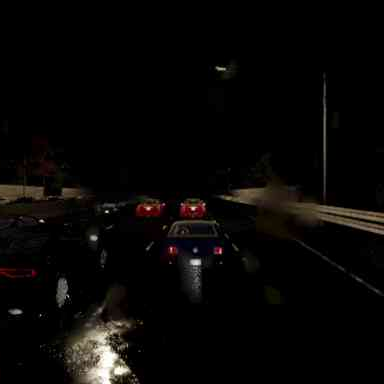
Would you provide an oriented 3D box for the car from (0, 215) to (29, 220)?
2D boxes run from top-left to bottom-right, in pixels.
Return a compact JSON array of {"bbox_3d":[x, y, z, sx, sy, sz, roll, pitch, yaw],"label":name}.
[{"bbox_3d":[-6.901,1.565,12.990,1.994,1.385,4.181,0,0,0],"label":"car"}]

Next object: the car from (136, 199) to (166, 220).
[{"bbox_3d":[-3.402,1.363,28.136,2.097,1.767,4.553,0,0,0],"label":"car"}]

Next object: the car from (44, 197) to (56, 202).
[{"bbox_3d":[-21.059,1.540,50.842,1.837,1.490,4.892,0,0,0],"label":"car"}]

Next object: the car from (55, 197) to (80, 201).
[{"bbox_3d":[-17.565,1.581,48.673,2.033,1.411,5.357,0,0,0],"label":"car"}]

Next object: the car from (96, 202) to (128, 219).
[{"bbox_3d":[-6.901,1.575,28.993,1.994,1.385,4.181,0,0,0],"label":"car"}]

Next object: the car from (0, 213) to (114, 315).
[{"bbox_3d":[-3.400,1.478,7.699,1.882,1.535,5.008,0,0,0],"label":"car"}]

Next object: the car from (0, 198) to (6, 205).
[{"bbox_3d":[-28.061,1.557,47.740,1.812,1.442,4.674,0,0,0],"label":"car"}]

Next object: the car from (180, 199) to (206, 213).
[{"bbox_3d":[0.098,1.363,28.163,2.097,1.767,4.553,0,0,0],"label":"car"}]

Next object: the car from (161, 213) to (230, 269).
[{"bbox_3d":[0.101,1.602,11.167,1.895,1.301,4.718,0,0,0],"label":"car"}]

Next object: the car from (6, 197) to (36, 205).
[{"bbox_3d":[-24.563,1.537,48.597,1.837,1.490,4.892,0,0,0],"label":"car"}]
